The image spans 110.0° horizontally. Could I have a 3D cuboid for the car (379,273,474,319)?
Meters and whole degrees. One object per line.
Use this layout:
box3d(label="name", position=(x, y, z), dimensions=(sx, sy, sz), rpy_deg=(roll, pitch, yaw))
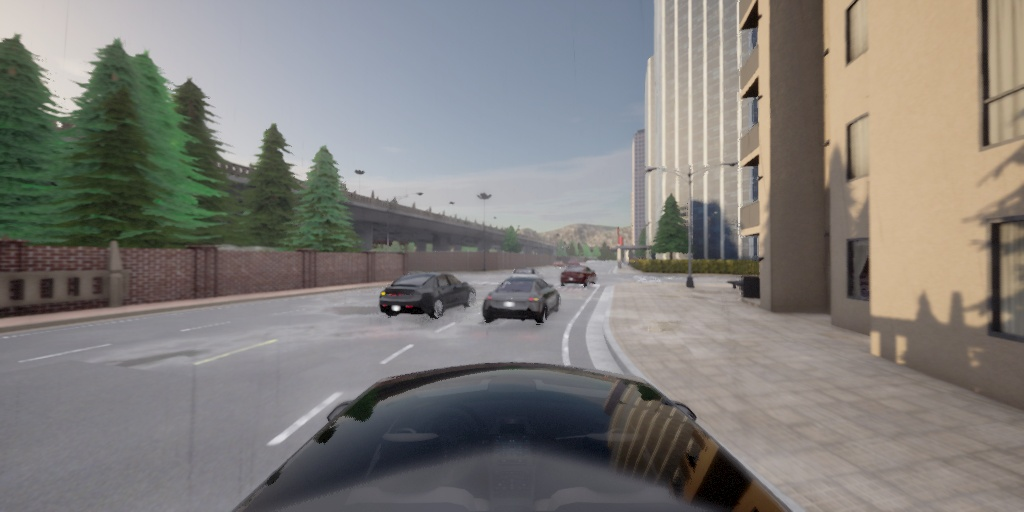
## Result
box3d(label="car", position=(-2.932, 1.367, 13.422), dimensions=(1.837, 1.490, 4.892), rpy_deg=(0, 0, 16))

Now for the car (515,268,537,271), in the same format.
box3d(label="car", position=(1.137, 1.597, 27.504), dimensions=(1.895, 1.301, 4.718), rpy_deg=(0, -1, 14))

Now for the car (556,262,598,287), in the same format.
box3d(label="car", position=(5.166, 1.473, 27.313), dimensions=(1.882, 1.535, 5.008), rpy_deg=(0, 0, 24))

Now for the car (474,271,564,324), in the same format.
box3d(label="car", position=(0.465, 1.418, 12.568), dimensions=(1.994, 1.385, 4.181), rpy_deg=(0, 0, 16))
